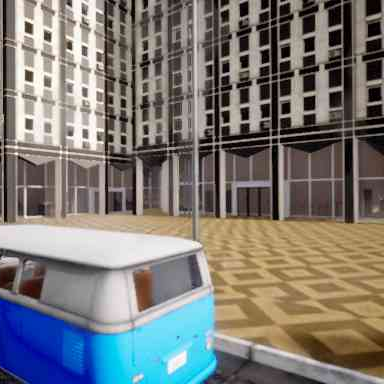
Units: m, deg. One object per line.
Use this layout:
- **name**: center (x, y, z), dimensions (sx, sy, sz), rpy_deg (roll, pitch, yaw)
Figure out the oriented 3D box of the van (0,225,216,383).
- **van**: center (-1.646, 1.375, 4.206), dimensions (3.998, 1.788, 1.690), rpy_deg (-1, 0, 35)
